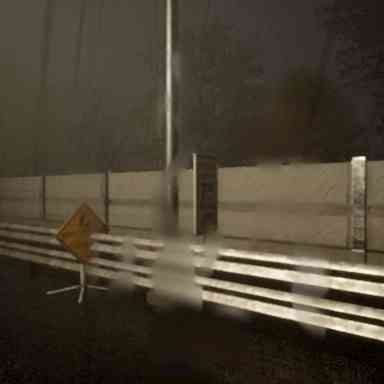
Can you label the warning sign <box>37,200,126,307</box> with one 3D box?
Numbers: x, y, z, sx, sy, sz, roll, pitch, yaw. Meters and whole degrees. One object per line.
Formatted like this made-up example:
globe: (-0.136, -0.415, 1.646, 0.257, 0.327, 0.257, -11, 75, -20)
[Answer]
warning sign: (-2.203, 1.103, 6.722, 1.060, 1.860, 1.300, 0, 0, 36)
